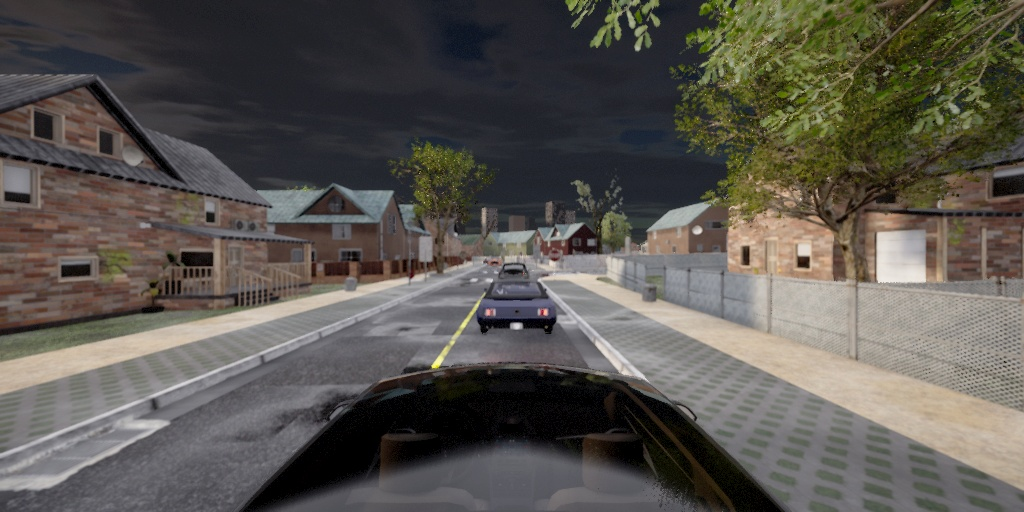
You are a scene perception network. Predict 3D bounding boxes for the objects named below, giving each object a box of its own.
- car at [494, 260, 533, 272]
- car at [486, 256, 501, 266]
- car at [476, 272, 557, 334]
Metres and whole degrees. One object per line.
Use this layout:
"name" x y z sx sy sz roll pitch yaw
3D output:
"car" 0.163 1.155 21.886 1.837 1.490 4.892 0 0 2
"car" -2.821 0.785 60.139 2.097 1.767 4.553 0 0 0
"car" 0.105 1.310 10.440 1.895 1.301 4.718 0 0 0
